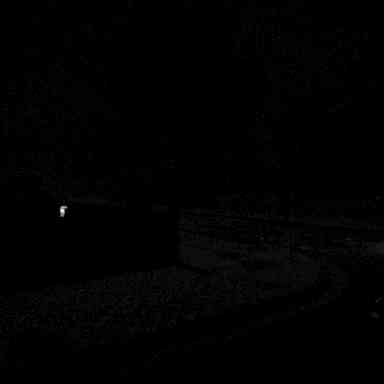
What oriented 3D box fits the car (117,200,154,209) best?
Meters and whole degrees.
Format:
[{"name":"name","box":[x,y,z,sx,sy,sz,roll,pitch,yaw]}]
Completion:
[{"name":"car","box":[-4.629,1.320,26.855,1.994,1.385,4.181,-1,1,-35]}]

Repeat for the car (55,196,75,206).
[{"name":"car","box":[-17.443,1.209,45.597,1.895,1.301,4.718,-1,1,-32]}]
